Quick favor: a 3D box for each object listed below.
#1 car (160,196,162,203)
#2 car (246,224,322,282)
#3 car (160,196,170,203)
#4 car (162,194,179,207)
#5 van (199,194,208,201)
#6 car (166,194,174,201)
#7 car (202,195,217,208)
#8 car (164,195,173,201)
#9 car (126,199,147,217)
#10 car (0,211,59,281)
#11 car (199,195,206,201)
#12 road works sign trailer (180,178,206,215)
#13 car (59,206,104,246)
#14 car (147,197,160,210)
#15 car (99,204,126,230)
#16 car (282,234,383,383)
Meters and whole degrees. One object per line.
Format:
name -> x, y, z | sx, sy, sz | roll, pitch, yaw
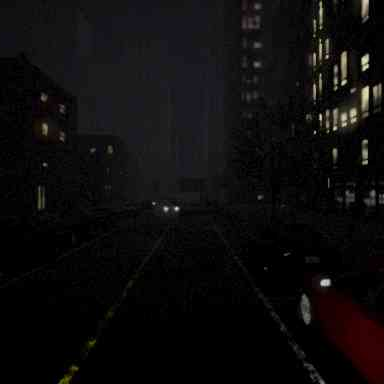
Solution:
car -> -5.692, 1.520, 64.768 | 2.008, 1.369, 4.403 | 0, 0, 0
car -> 2.688, 1.555, 9.530 | 1.947, 1.339, 4.313 | 0, 0, 0
car -> -5.692, 1.516, 70.292 | 1.887, 1.381, 4.507 | 0, 0, 0
car -> -3.077, 1.447, 50.904 | 1.882, 1.535, 5.008 | 0, 0, 0
van -> 2.686, 1.312, 70.295 | 1.690, 1.788, 3.998 | 0, 0, 0
car -> -5.692, 1.417, 86.864 | 1.967, 1.590, 4.097 | 0, 0, 0
car -> 2.688, 1.521, 48.198 | 2.008, 1.369, 4.403 | 0, 0, 0
car -> -5.692, 1.540, 81.340 | 1.947, 1.339, 4.313 | 0, 0, 0
car -> -5.693, 1.501, 31.452 | 1.752, 1.417, 4.829 | 0, 0, 0
car -> -5.693, 1.430, 9.528 | 1.967, 1.590, 4.097 | 0, 0, 0
car -> 2.688, 1.502, 87.037 | 1.752, 1.417, 4.829 | 0, 0, 0
road works sign trailer -> 0.000, 0.440, 32.216 | 2.380, 3.560, 2.880 | 0, 0, 0
car -> -5.693, 1.536, 15.050 | 2.008, 1.369, 4.403 | 0, 0, 0
car -> -5.693, 1.523, 42.672 | 2.008, 1.369, 4.403 | 0, 0, 0
car -> -5.693, 1.532, 20.575 | 2.008, 1.369, 4.403 | 0, 0, 0
car -> 2.688, 1.540, 4.005 | 1.887, 1.381, 4.507 | 0, 0, 0
